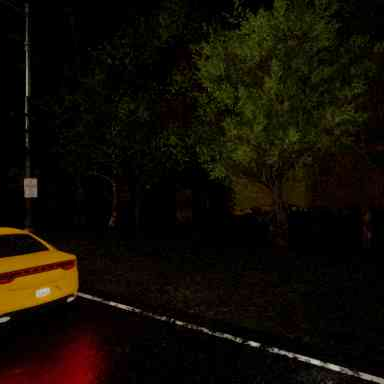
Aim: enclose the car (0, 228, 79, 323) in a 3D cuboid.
[{"bbox_3d":[-4.439,1.475,6.866,5.008,1.535,1.882,0,1,36],"label":"car"}]
